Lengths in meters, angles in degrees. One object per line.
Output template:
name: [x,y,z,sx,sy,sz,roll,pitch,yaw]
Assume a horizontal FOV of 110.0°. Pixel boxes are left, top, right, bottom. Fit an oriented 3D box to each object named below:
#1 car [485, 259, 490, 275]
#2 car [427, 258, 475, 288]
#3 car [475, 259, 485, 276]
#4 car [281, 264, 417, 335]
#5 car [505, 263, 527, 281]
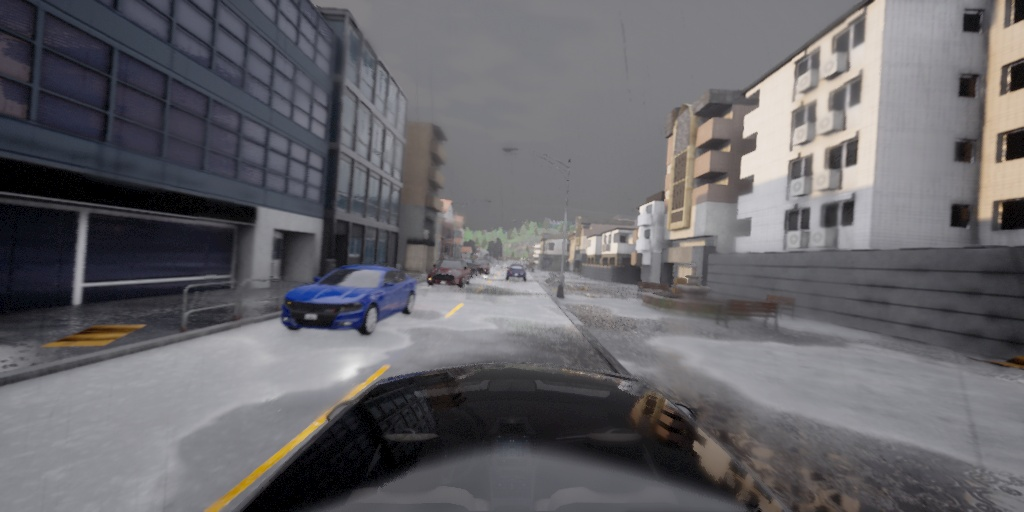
car: [-3.581,1.103,39.862,2.097,1.767,4.553,4,0,1]
car: [-3.889,0.966,22.821,2.097,1.767,4.553,4,0,1]
car: [-3.710,0.861,28.688,2.033,1.411,5.357,4,0,1]
car: [-4.068,0.993,9.835,1.882,1.535,5.008,4,0,1]
car: [0.421,1.528,34.894,1.812,1.442,4.674,4,0,1]
